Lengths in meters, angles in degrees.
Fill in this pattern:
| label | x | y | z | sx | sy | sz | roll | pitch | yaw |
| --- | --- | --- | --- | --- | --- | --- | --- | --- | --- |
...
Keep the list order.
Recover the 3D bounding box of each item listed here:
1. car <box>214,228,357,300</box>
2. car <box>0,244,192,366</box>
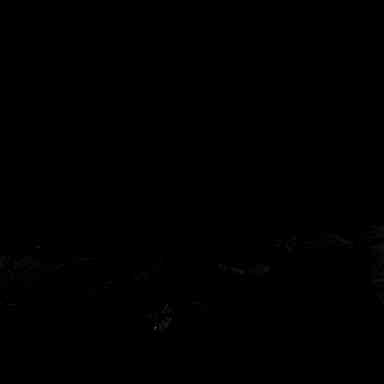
| label | x | y | z | sx | sy | sz | roll | pitch | yaw |
| --- | --- | --- | --- | --- | --- | --- | --- | --- | --- |
| car | 2.483 | 1.582 | 8.302 | 4.206 | 1.307 | 1.802 | 0 | 0 | -35 |
| car | -1.998 | 1.566 | 5.111 | 4.313 | 1.339 | 1.947 | 0 | 0 | -35 |
